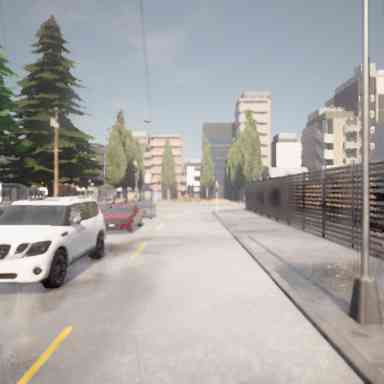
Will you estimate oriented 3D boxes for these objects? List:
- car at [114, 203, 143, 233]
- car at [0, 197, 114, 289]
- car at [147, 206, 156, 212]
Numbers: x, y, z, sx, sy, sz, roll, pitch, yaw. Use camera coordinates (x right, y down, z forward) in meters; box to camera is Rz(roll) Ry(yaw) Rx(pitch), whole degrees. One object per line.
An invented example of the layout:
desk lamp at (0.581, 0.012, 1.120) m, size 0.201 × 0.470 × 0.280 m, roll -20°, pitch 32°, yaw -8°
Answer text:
car at (-4.075, 1.421, 19.471) m, size 1.882 × 1.535 × 5.008 m, roll 0°, pitch 0°, yaw 0°
car at (-4.076, 1.194, 9.456) m, size 2.150 × 2.045 × 5.566 m, roll 0°, pitch 0°, yaw 1°
car at (-4.009, 1.396, 27.781) m, size 2.033 × 1.411 × 5.357 m, roll 0°, pitch 0°, yaw 0°
